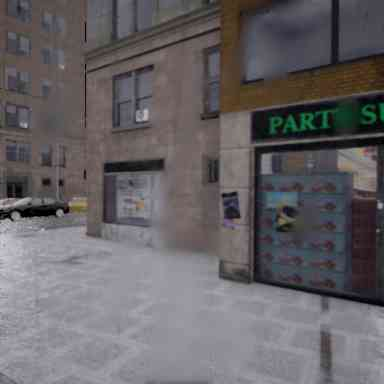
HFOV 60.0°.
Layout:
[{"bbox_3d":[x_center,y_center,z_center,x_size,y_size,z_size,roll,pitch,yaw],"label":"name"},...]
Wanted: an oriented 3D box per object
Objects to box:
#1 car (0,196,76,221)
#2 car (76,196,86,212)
[{"bbox_3d":[-10.932,1.079,22.882,1.882,1.535,5.008,1,1,36],"label":"car"},{"bbox_3d":[-10.158,1.057,28.546,1.752,1.417,4.829,1,1,36],"label":"car"}]
